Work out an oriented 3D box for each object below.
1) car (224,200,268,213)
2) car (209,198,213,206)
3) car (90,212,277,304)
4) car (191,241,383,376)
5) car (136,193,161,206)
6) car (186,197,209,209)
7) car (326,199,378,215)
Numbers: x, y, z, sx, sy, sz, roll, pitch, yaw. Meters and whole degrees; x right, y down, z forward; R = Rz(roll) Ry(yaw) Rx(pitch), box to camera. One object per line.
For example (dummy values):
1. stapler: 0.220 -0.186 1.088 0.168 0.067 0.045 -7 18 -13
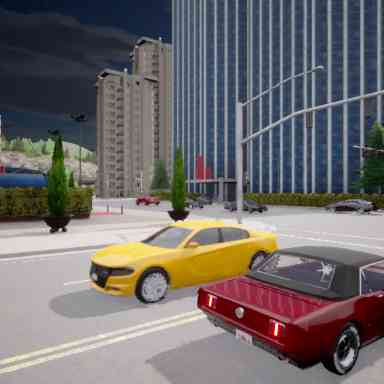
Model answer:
1. car: 5.809 1.547 36.699 2.033 1.411 5.357 0 0 -36
2. car: 1.362 1.491 55.066 2.128 1.511 4.902 0 0 -36
3. car: 0.023 1.477 8.321 5.008 1.535 1.882 0 0 -36
4. car: 2.493 1.601 5.586 4.718 1.301 1.895 0 0 -35
5. car: -7.324 1.223 54.820 2.150 2.045 5.566 0 0 -36
6. car: -0.295 1.505 45.106 1.837 1.490 4.892 0 0 -36
7. car: 16.409 1.491 34.312 2.128 1.511 4.902 -1 0 -42
